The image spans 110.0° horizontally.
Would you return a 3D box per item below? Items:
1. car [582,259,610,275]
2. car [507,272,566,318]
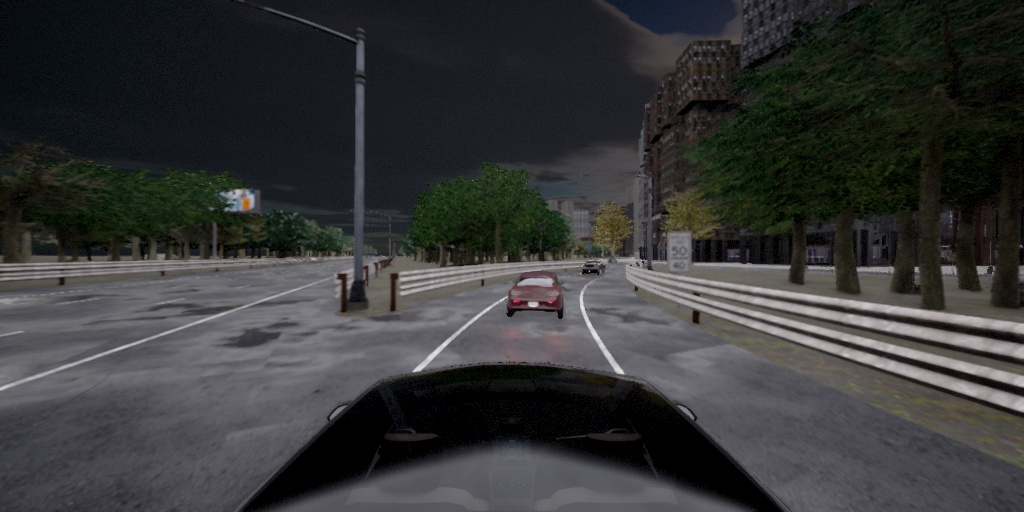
[{"bbox_3d":[8.951,1.317,38.837,1.837,1.490,4.892,0,0,25],"label":"car"},{"bbox_3d":[0.952,1.285,13.021,1.812,1.442,4.674,0,0,8],"label":"car"}]
